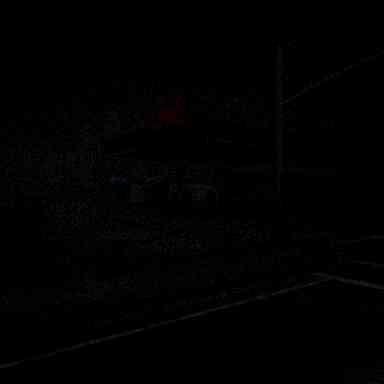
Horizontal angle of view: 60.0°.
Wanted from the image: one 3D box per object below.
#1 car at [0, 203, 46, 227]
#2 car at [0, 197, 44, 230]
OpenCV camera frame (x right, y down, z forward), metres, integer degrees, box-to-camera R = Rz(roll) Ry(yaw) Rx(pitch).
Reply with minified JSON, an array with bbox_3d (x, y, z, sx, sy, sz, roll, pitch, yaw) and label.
[{"bbox_3d":[-12.250,1.546,22.711,3.806,1.475,1.970,0,0,-36],"label":"car"},{"bbox_3d":[-10.809,1.263,19.653,3.866,1.878,1.905,0,0,-36],"label":"car"}]
